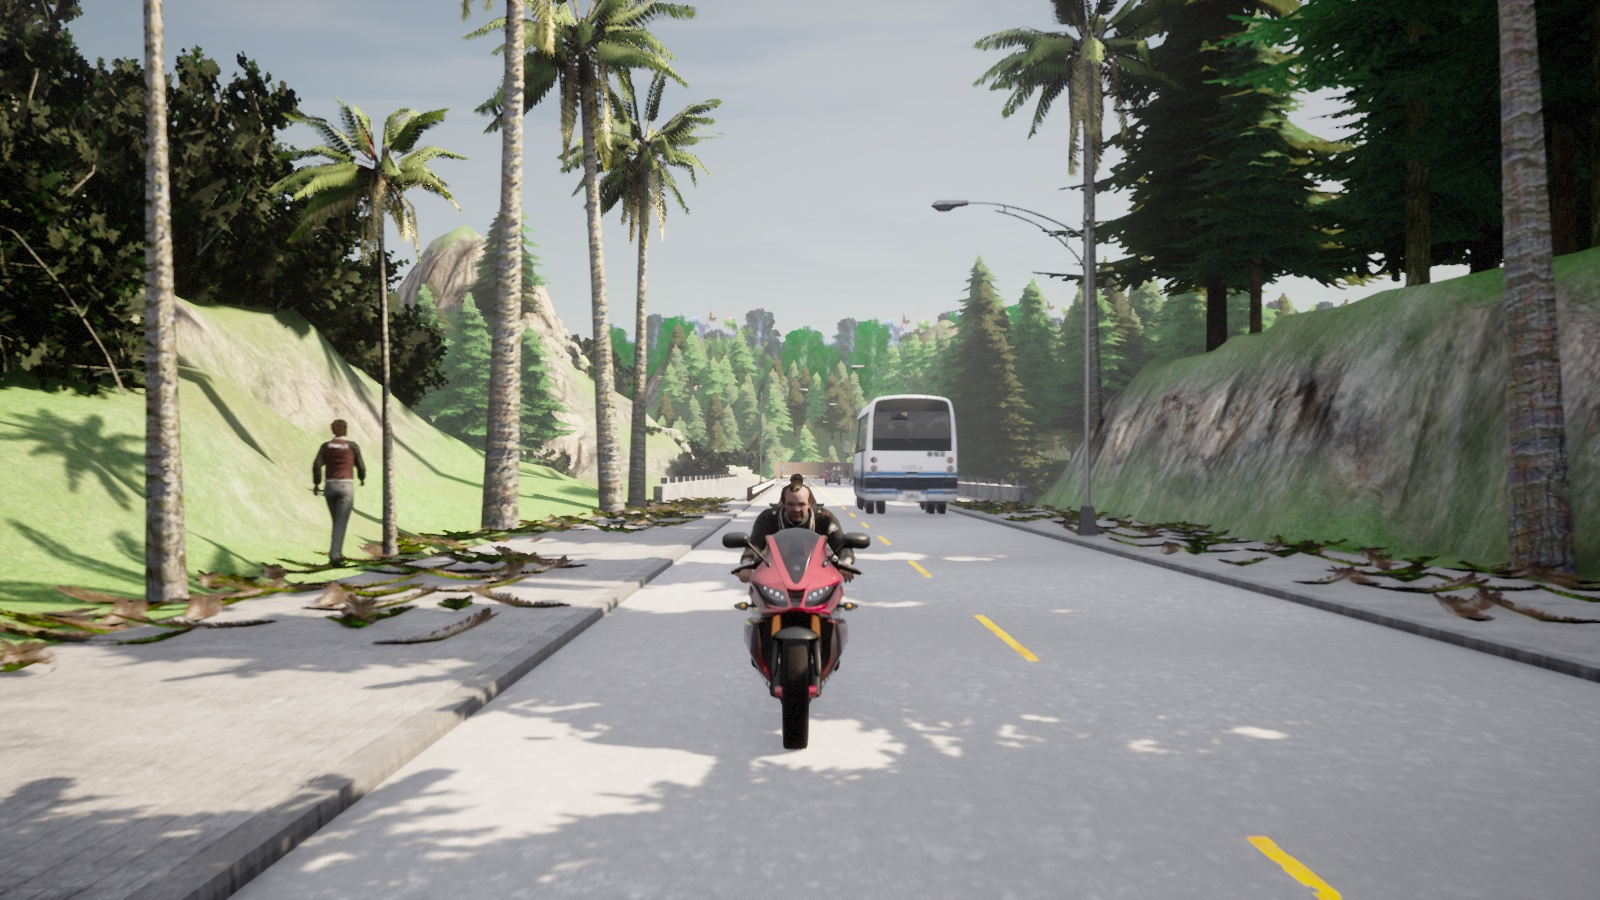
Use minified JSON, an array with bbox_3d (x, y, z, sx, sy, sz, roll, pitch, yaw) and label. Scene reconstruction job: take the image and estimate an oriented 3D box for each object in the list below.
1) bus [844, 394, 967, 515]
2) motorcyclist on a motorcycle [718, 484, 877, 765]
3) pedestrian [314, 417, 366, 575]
[{"bbox_3d":[3.890,0.247,49.269,3.944,4.253,10.273,0,-1,0],"label":"bus"},{"bbox_3d":[-0.017,0.983,7.970,0.866,1.530,2.191,0,-2,0],"label":"motorcyclist on a motorcycle"},{"bbox_3d":[-5.715,0.564,15.625,0.402,1.930,0.666,0,-1,0],"label":"pedestrian"}]
